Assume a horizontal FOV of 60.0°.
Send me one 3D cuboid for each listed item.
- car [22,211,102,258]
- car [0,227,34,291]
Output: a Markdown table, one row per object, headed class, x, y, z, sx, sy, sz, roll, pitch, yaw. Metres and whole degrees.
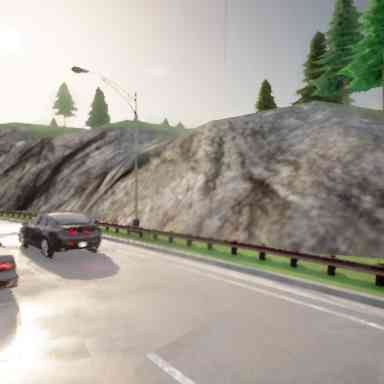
| class | x | y | z | sx | sy | sz | roll | pitch | yaw |
| --- | --- | --- | --- | --- | --- | --- | --- | --- | --- |
| car | -5.242 | 1.520 | 12.970 | 1.837 | 1.490 | 4.892 | 0 | 0 | -41 |
| car | -5.786 | 1.566 | 8.259 | 2.033 | 1.411 | 5.357 | 0 | 0 | -40 |
